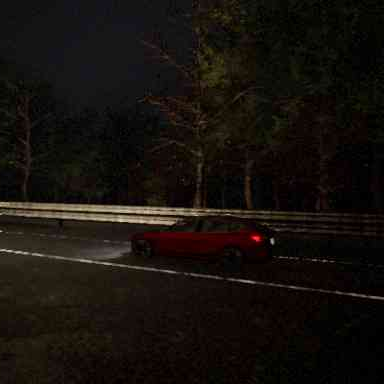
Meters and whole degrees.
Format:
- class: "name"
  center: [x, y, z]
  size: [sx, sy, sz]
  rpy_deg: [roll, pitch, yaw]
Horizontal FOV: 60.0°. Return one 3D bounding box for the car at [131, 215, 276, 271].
- class: "car"
  center: [0.267, 1.481, 10.848]
  size: [4.792, 1.488, 2.163]
  rpy_deg: [1, 0, 25]
